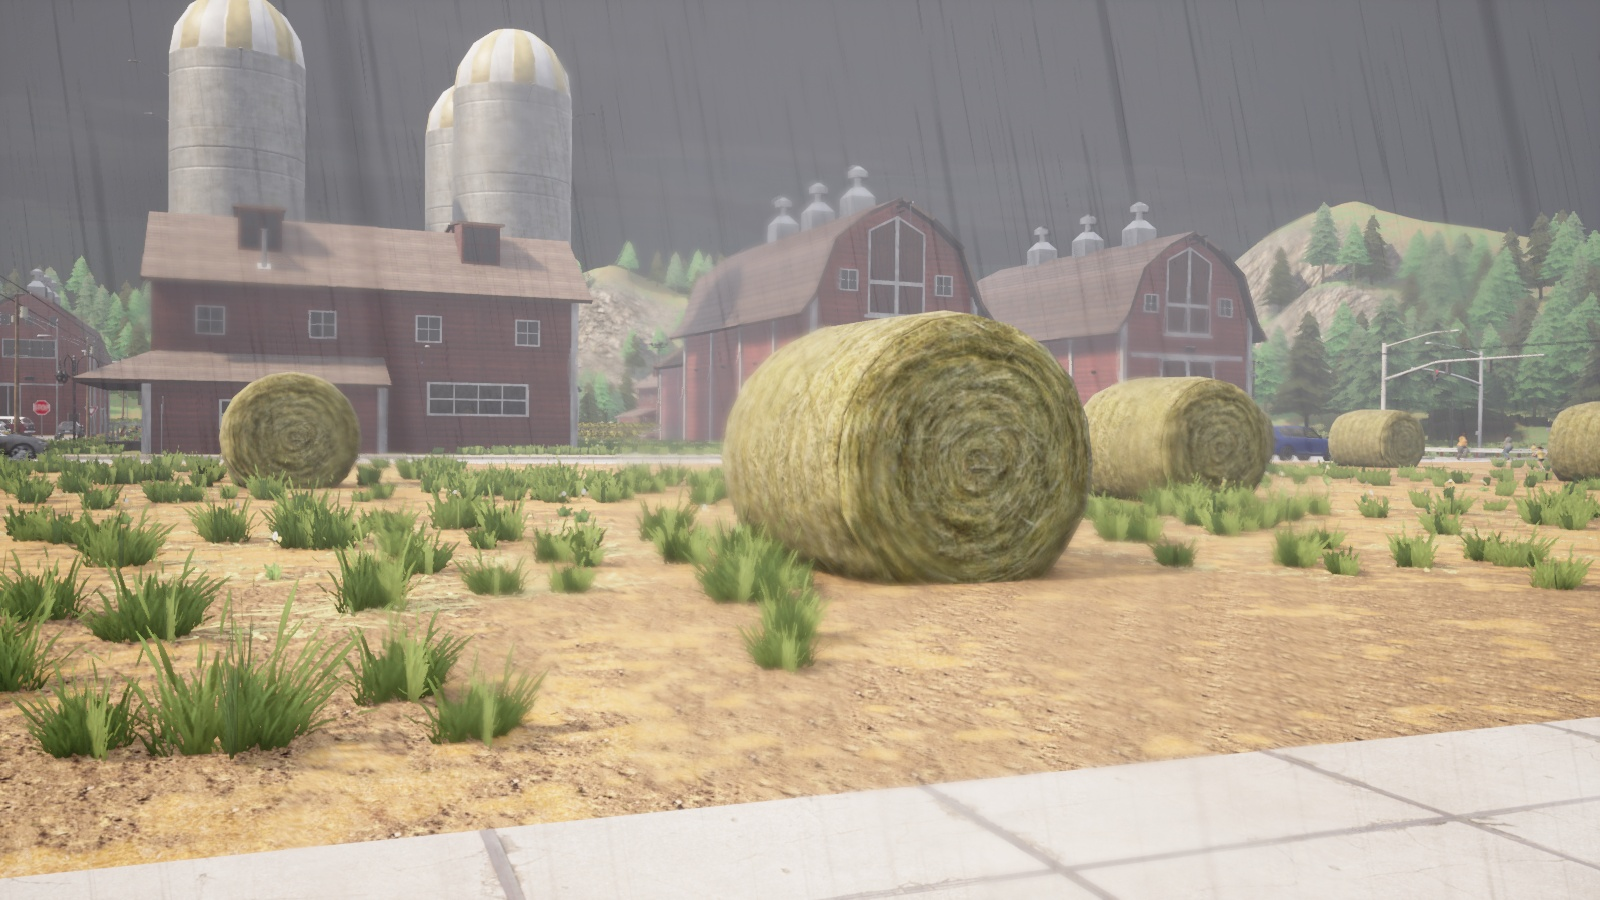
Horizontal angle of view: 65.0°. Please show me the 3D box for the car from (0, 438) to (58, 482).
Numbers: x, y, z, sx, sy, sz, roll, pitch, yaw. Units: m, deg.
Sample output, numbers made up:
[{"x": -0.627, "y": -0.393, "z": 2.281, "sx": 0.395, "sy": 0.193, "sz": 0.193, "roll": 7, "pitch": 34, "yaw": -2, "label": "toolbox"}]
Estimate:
[{"x": -29.123, "y": 0.360, "z": 44.098, "sx": 4.902, "sy": 1.511, "sz": 2.128, "roll": -1, "pitch": 1, "yaw": -42, "label": "car"}]

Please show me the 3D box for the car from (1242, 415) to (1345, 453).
[{"x": 27.739, "y": -0.922, "z": 70.534, "sx": 5.566, "sy": 2.045, "sz": 2.150, "roll": -1, "pitch": 1, "yaw": -25, "label": "car"}]

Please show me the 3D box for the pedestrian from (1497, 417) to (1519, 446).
[{"x": 45.509, "y": -1.196, "z": 80.702, "sx": 0.874, "sy": 1.855, "sz": 0.900, "roll": -1, "pitch": 1, "yaw": -28, "label": "pedestrian"}]

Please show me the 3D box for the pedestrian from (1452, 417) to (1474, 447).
[{"x": 42.371, "y": -1.155, "z": 80.242, "sx": 0.874, "sy": 1.855, "sz": 0.900, "roll": -1, "pitch": 1, "yaw": -28, "label": "pedestrian"}]
